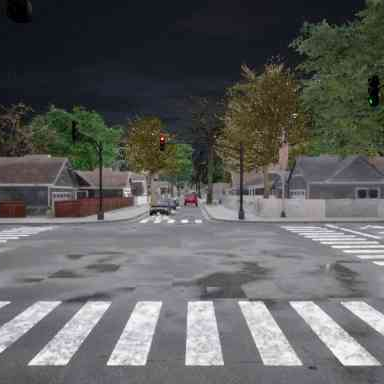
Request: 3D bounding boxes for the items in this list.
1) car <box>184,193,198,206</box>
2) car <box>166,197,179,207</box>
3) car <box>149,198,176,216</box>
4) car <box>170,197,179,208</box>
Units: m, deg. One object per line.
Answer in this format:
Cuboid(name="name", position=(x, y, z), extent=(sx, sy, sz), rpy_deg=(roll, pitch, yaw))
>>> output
Cuboid(name="car", position=(-0.185, 1.270, 57.729), extent=(2.150, 2.045, 5.566), rpy_deg=(0, 0, 0))
Cuboid(name="car", position=(-3.027, 1.568, 53.096), extent=(1.812, 1.442, 4.674), rpy_deg=(0, 0, 0))
Cuboid(name="car", position=(-3.028, 1.567, 32.957), extent=(2.033, 1.411, 5.357), rpy_deg=(0, 0, 0))
Cuboid(name="car", position=(-3.008, 1.594, 42.846), extent=(1.994, 1.385, 4.181), rpy_deg=(0, 0, 0))
